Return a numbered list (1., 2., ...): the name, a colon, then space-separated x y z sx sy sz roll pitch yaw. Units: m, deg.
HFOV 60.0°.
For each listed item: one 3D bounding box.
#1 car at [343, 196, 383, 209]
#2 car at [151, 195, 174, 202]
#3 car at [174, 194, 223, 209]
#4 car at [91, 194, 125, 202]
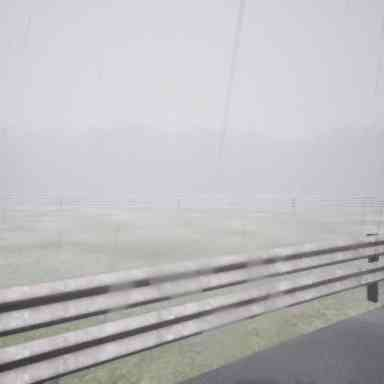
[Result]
1. car: 20.654 1.220 39.275 5.357 1.411 2.033 1 0 -2
2. car: -2.290 1.041 38.306 4.718 1.301 1.895 0 0 -2
3. car: 0.838 0.999 34.936 4.902 1.511 2.128 0 0 -2
4. car: -10.450 0.886 41.469 4.181 1.385 1.994 1 1 -3
